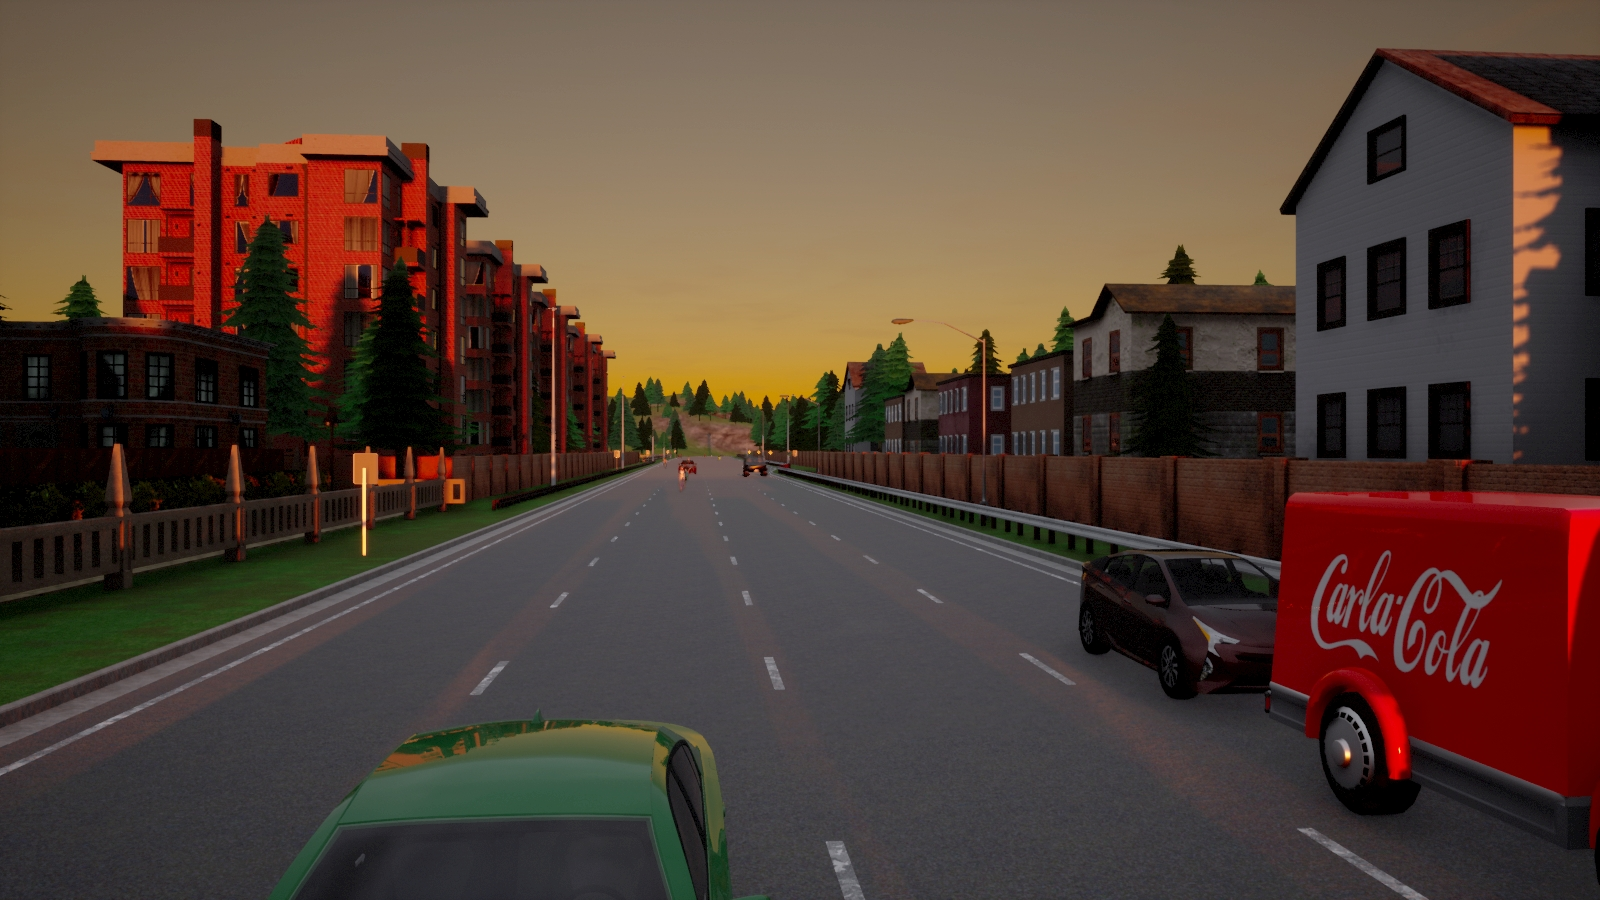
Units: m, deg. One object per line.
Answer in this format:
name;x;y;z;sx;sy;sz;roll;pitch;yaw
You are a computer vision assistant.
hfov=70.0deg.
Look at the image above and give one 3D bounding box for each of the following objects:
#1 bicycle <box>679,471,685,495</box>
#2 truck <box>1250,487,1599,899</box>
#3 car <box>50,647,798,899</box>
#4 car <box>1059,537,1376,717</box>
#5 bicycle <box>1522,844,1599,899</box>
bicycle;-7.380;2.056;71.475;0.373;1.496;1.643;0;0;-5
truck;5.566;1.568;7.740;2.627;2.467;5.204;0;0;-5
car;-1.202;2.034;4.748;2.097;1.535;5.006;0;0;-5
car;4.945;2.040;14.354;2.007;1.525;4.514;0;0;-5
bicycle;2.623;2.056;2.959;0.373;1.496;1.643;0;0;-4
